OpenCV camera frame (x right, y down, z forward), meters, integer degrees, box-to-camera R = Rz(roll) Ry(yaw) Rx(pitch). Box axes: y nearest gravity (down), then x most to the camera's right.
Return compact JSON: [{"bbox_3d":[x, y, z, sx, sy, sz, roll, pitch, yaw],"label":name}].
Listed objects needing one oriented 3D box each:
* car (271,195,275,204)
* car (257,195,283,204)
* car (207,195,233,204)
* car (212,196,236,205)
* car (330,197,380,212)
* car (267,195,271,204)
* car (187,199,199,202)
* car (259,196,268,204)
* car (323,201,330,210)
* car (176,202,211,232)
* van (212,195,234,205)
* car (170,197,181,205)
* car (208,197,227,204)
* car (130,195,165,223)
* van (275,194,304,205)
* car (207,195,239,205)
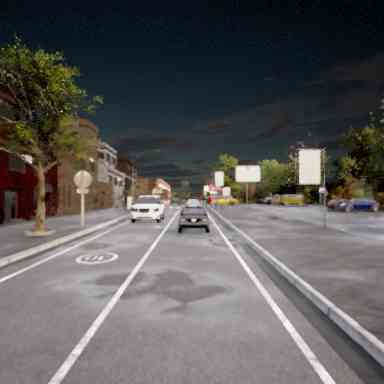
[{"bbox_3d":[18.705,1.729,64.655,5.366,1.575,1.946,0,-1,0],"label":"car"},{"bbox_3d":[18.354,1.843,78.495,5.566,2.045,2.435,0,-2,-1],"label":"car"},{"bbox_3d":[6.192,1.717,74.558,5.566,2.045,2.435,0,-2,-1],"label":"car"},{"bbox_3d":[6.277,1.615,65.328,4.553,1.767,2.185,0,-1,0],"label":"car"},{"bbox_3d":[18.753,1.379,37.897,4.553,1.767,2.185,0,0,0],"label":"car"},{"bbox_3d":[18.684,1.784,67.316,5.366,1.575,1.946,0,-1,0],"label":"car"},{"bbox_3d":[0.095,1.586,39.973,1.812,1.442,4.674,0,0,0],"label":"car"},{"bbox_3d":[18.424,1.676,73.035,5.566,2.045,2.435,0,-2,-1],"label":"car"},{"bbox_3d":[18.682,1.550,41.067,4.674,1.452,2.002,0,0,0],"label":"car"},{"bbox_3d":[0.097,1.581,20.530,2.033,1.411,5.357,0,0,0],"label":"car"},{"bbox_3d":[6.337,1.584,68.367,4.442,1.987,1.878,0,-1,0],"label":"van"},{"bbox_3d":[-3.304,1.811,67.232,1.837,1.490,4.892,0,-1,0],"label":"car"},{"bbox_3d":[6.119,2.030,80.504,4.553,1.767,2.185,0,-2,-1],"label":"car"},{"bbox_3d":[-3.352,1.263,26.054,2.150,2.045,5.566,0,0,0],"label":"car"},{"bbox_3d":[18.426,1.454,61.863,4.442,1.987,1.878,0,-1,0],"label":"van"},{"bbox_3d":[6.085,1.684,62.407,5.366,1.575,1.946,0,-1,0],"label":"car"}]
